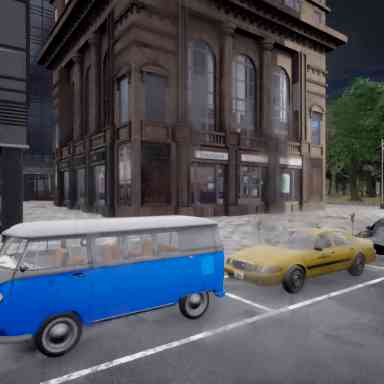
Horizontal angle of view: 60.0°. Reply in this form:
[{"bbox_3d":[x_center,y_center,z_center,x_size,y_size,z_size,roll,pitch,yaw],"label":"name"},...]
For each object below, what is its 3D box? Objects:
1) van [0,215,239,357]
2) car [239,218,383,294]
[{"bbox_3d":[-1.286,1.341,5.733,3.998,1.788,1.690,0,0,-35],"label":"van"},{"bbox_3d":[3.005,1.525,8.789,4.829,1.417,1.752,0,0,-35],"label":"car"}]
